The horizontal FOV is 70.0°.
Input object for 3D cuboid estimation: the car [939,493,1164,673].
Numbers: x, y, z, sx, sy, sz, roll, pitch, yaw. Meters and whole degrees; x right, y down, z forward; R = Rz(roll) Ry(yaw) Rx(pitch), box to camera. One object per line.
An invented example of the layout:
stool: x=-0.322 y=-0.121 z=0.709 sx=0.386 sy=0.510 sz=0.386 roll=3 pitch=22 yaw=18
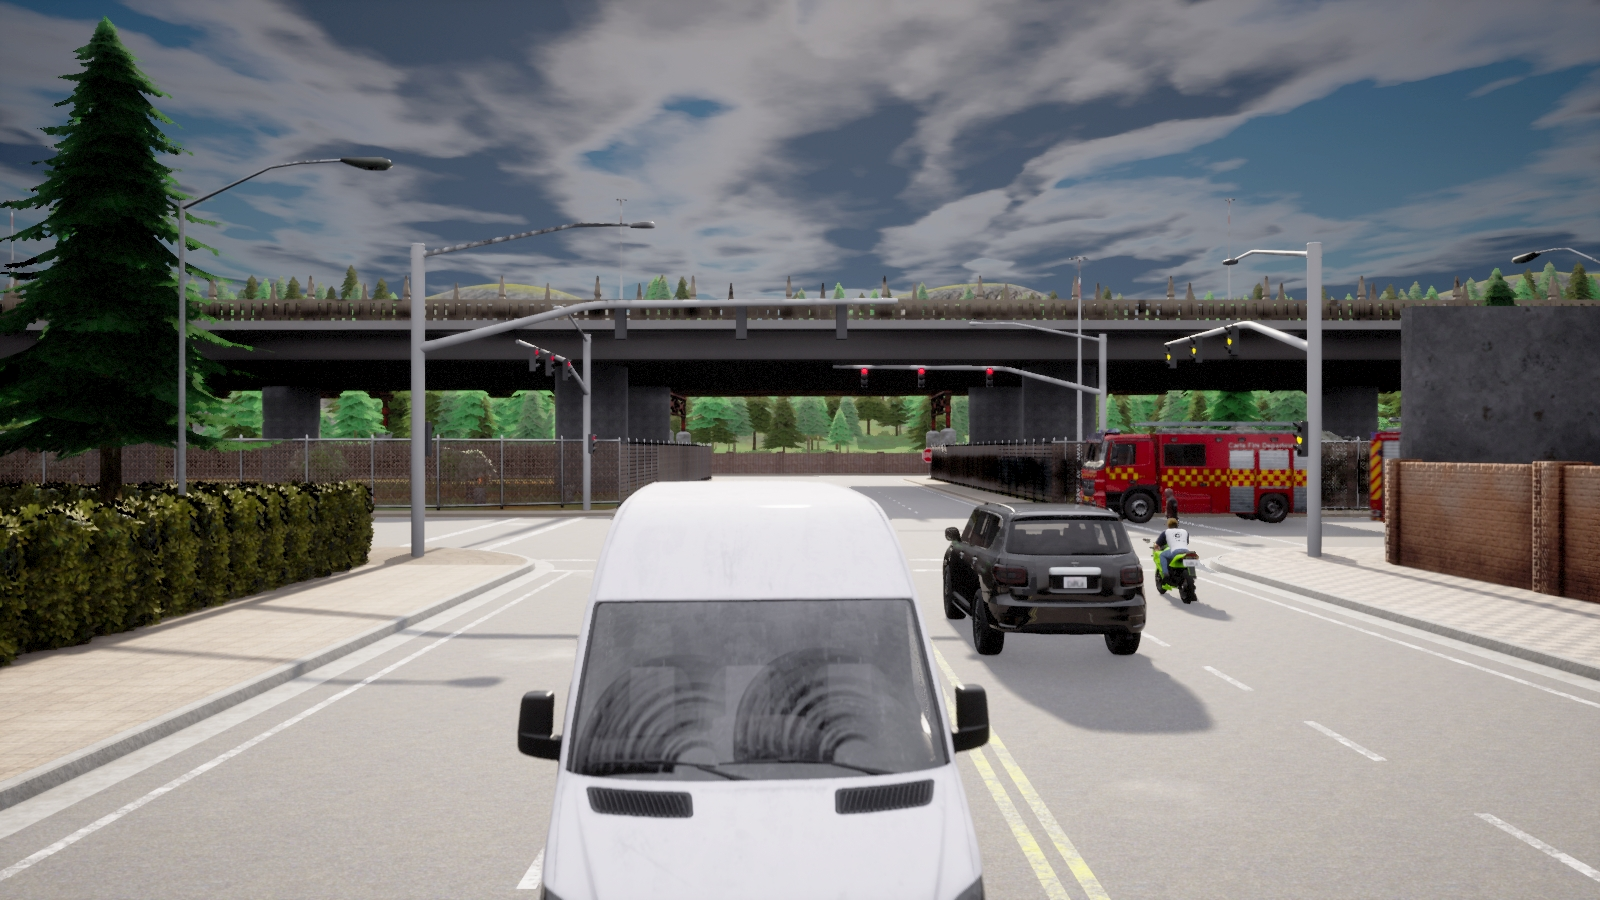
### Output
car: x=3.496 y=1.780 z=17.139 sx=2.150 sy=2.045 sz=5.566 roll=0 pitch=0 yaw=0

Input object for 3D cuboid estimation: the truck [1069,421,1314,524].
truck: x=15.008 y=0.840 z=44.240 sx=8.468 sy=3.827 sz=2.891 roll=0 pitch=0 yaw=0

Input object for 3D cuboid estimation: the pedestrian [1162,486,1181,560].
pedestrian: x=9.427 y=1.842 z=28.971 sx=0.375 sy=1.860 sz=0.375 roll=0 pitch=0 yaw=2

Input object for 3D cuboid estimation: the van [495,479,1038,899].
van: x=-0.324 y=1.535 z=7.127 sx=1.988 sy=2.561 sz=5.915 roll=0 pitch=0 yaw=-4

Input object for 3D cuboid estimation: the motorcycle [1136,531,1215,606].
motorcycle: x=6.995 y=2.187 z=21.401 sx=0.803 sy=1.199 sz=2.033 roll=0 pitch=0 yaw=0
